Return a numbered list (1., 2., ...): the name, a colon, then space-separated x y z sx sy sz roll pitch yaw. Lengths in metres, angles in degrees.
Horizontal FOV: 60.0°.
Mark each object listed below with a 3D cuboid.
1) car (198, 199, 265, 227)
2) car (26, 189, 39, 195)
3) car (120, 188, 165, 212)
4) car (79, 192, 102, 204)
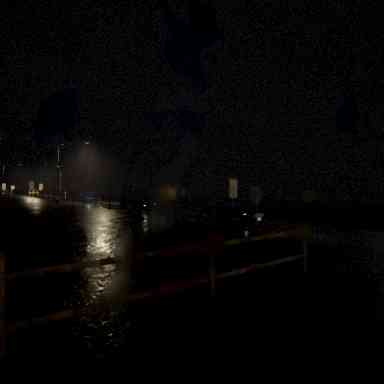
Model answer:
1. car: 2.328 1.185 20.374 2.128 1.511 4.902 1 1 -35
2. car: -40.004 0.075 84.088 1.882 1.535 5.008 1 0 -33
3. car: -4.641 0.678 30.152 2.150 2.045 5.566 1 0 -36
4. car: -12.762 0.732 41.509 1.812 1.442 4.674 1 1 -35
